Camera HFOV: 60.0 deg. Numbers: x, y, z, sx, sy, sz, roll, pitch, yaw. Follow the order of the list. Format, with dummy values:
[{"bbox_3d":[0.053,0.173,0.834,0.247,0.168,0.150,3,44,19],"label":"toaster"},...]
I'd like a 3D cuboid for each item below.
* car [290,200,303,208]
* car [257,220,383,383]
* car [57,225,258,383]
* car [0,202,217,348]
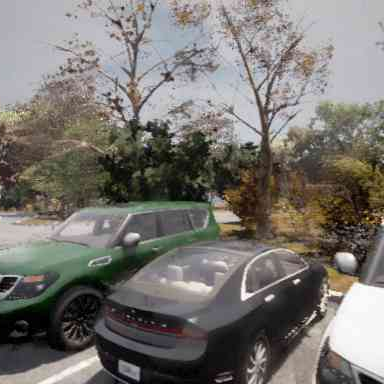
[{"bbox_3d":[10.957,1.478,38.806,4.553,1.767,2.097,0,-1,-39],"label":"car"},{"bbox_3d":[3.033,1.225,3.634,2.435,2.045,5.566,0,0,35],"label":"car"},{"bbox_3d":[0.770,1.492,5.268,2.231,1.521,4.892,0,0,35],"label":"car"},{"bbox_3d":[-1.421,1.257,6.796,2.435,2.045,5.566,0,0,35],"label":"car"}]
